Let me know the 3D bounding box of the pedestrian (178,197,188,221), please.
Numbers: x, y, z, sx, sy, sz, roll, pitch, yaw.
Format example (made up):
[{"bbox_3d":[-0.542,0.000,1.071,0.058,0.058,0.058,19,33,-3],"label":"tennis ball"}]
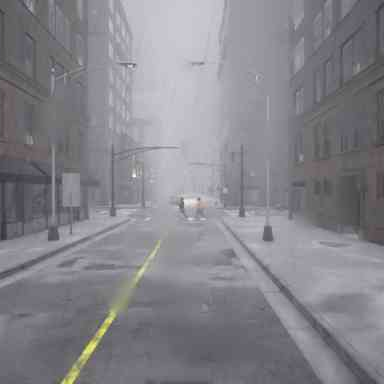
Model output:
[{"bbox_3d":[-0.708,1.270,25.304,0.375,1.860,0.375,0,0,0],"label":"pedestrian"}]

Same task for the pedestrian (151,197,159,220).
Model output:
[{"bbox_3d":[-2.910,1.269,26.523,0.375,1.860,0.375,0,0,0],"label":"pedestrian"}]

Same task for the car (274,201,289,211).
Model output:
[{"bbox_3d":[11.998,1.647,39.993,4.206,1.307,1.802,1,0,1],"label":"car"}]

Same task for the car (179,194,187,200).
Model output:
[{"bbox_3d":[-2.294,1.319,83.385,1.812,1.442,4.674,0,0,0],"label":"car"}]

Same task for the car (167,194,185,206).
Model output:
[{"bbox_3d":[-2.662,1.270,52.123,2.097,1.767,4.553,0,0,1],"label":"car"}]

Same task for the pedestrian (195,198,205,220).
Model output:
[{"bbox_3d":[0.659,1.269,25.893,0.375,1.860,0.375,0,0,0],"label":"pedestrian"}]

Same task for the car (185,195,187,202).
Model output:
[{"bbox_3d":[-2.450,1.403,67.311,1.812,1.442,4.674,0,0,1],"label":"car"}]
